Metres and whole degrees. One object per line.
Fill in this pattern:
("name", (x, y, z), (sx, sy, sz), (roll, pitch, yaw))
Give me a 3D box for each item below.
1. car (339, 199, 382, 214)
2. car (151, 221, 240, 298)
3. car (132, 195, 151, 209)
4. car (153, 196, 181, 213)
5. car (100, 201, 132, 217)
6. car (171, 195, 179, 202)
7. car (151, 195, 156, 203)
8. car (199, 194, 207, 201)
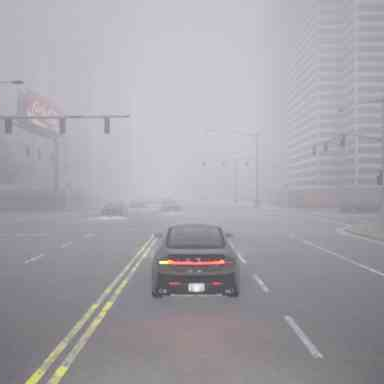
("car", (18.442, 1.494, 35.757), (5.008, 1.535, 1.882), (0, 0, -1))
("car", (0.055, 1.509, 8.542), (1.837, 1.490, 4.892), (0, 0, -1))
("car", (-7.443, 1.547, 47.016), (1.812, 1.442, 4.674), (0, 0, 1))
("car", (-2.731, 1.565, 38.262), (2.033, 1.411, 5.357), (0, 0, -16))
("car", (-7.304, 1.578, 31.727), (1.994, 1.385, 4.181), (0, 0, 0))
("car", (-4.042, 1.550, 81.451), (1.812, 1.442, 4.674), (0, 0, 0))
("car", (-7.452, 1.629, 62.745), (1.895, 1.301, 4.718), (0, 0, 0))
("car", (2.908, 1.395, 88.799), (2.097, 1.767, 4.553), (0, 0, 0))
